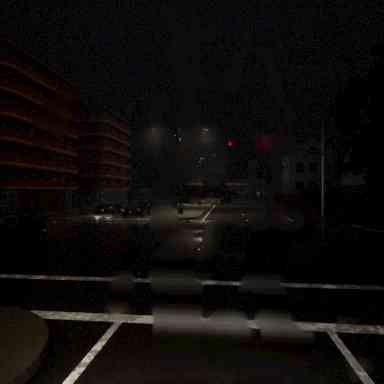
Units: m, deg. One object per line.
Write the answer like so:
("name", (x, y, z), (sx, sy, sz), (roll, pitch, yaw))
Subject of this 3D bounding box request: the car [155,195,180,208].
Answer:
("car", (-3.354, 1.547, 47.544), (2.033, 1.411, 5.357), (0, 0, 6))

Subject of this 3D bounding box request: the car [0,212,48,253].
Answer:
("car", (-7.028, 1.491, 11.742), (2.128, 1.511, 4.902), (0, 0, 6))

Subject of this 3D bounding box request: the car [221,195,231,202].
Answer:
("car", (7.679, 1.523, 75.645), (2.128, 1.511, 4.902), (0, 0, 6))

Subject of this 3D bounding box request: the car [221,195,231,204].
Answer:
("car", (6.743, 1.505, 65.602), (1.837, 1.490, 4.892), (0, 0, 6))

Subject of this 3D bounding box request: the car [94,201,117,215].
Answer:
("car", (-8.294, 1.562, 33.723), (1.994, 1.385, 4.181), (0, 0, 6))

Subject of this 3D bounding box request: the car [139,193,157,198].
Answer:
("car", (-6.586, 1.223, 50.339), (2.150, 2.045, 5.566), (0, 0, 6))

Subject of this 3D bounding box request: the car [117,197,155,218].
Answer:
("car", (-5.058, 1.505, 30.651), (1.837, 1.490, 4.892), (0, 0, 5))

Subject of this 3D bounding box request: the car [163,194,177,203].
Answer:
("car", (-4.561, 1.350, 69.111), (2.097, 1.767, 4.553), (0, 0, 6))

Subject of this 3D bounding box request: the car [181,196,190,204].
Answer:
("car", (-1.555, 1.547, 64.442), (2.033, 1.411, 5.357), (0, 0, 7))
